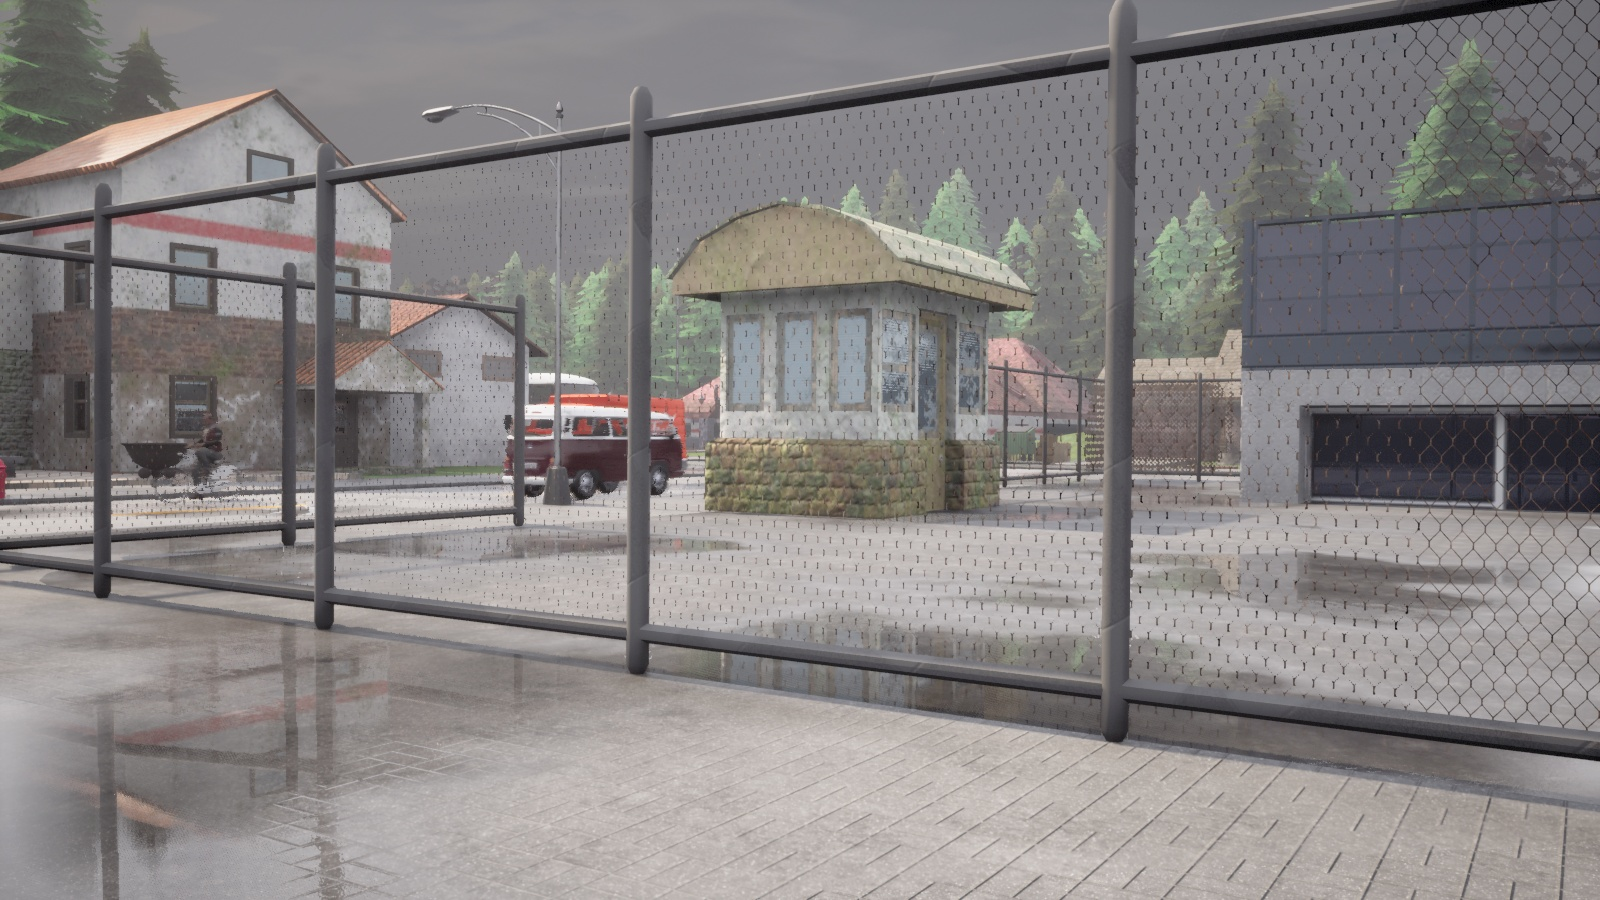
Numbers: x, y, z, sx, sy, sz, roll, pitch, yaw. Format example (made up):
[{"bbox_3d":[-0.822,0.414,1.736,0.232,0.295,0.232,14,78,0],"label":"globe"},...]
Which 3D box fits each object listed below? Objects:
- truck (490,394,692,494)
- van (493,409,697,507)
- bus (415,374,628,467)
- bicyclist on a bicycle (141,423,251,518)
[{"bbox_3d":[-5.571,-0.162,34.175,2.627,2.467,5.204,0,0,32],"label":"truck"},{"bbox_3d":[-4.515,0.112,28.352,2.069,2.038,4.480,0,1,32],"label":"van"},{"bbox_3d":[-13.741,-1.362,61.640,10.273,4.253,3.944,0,1,31],"label":"bus"},{"bbox_3d":[-11.721,0.375,24.429,0.659,1.776,1.843,0,1,32],"label":"bicyclist on a bicycle"}]
